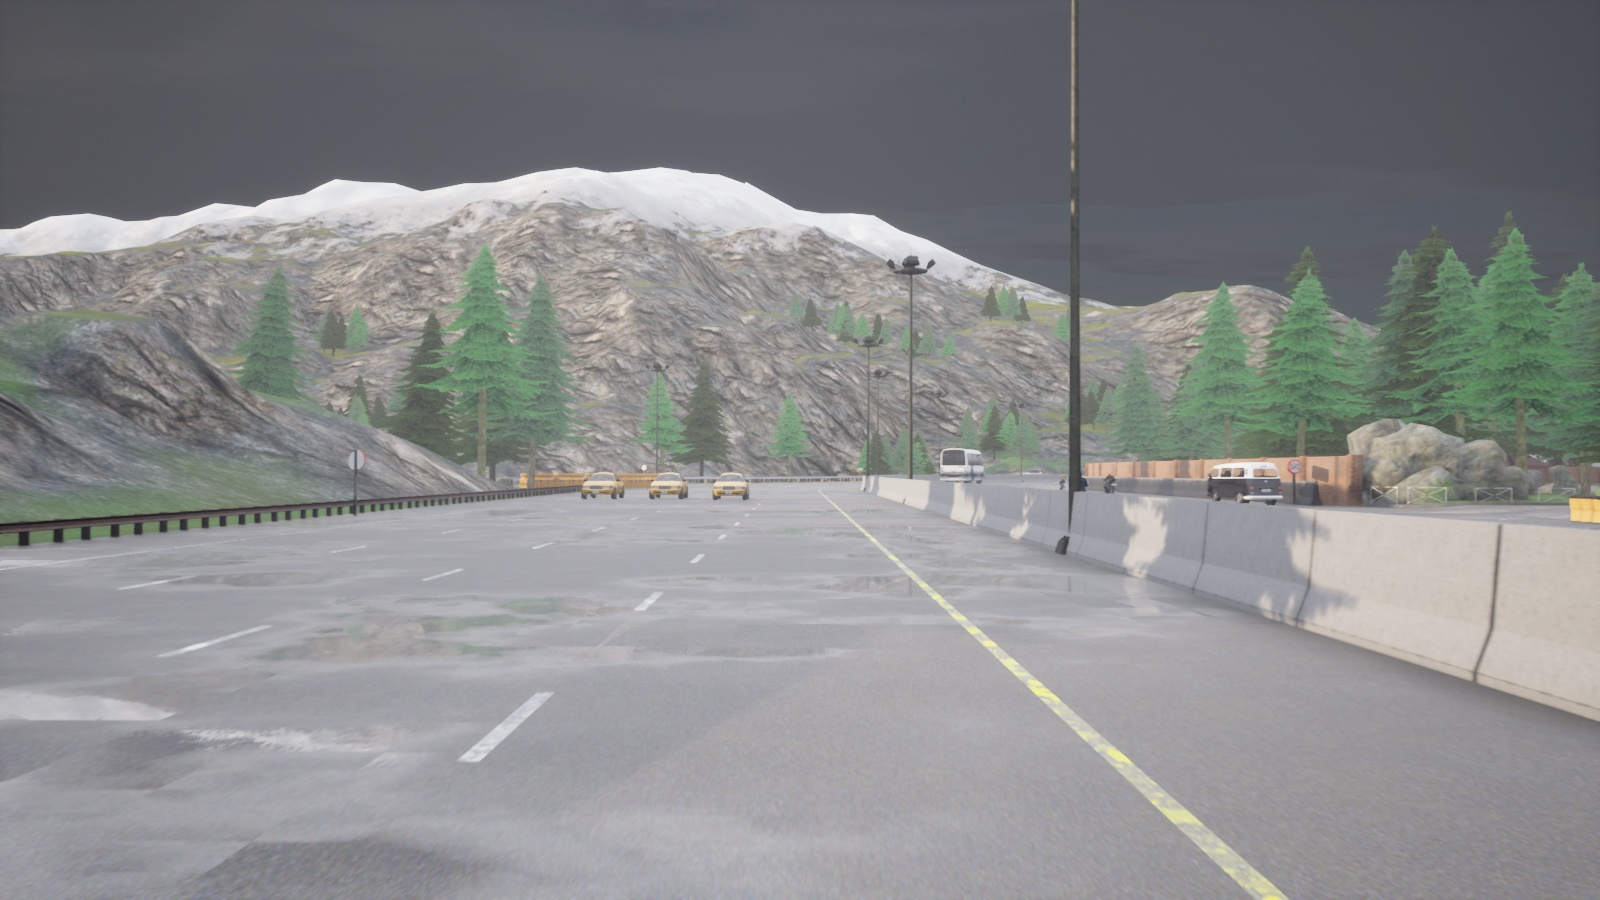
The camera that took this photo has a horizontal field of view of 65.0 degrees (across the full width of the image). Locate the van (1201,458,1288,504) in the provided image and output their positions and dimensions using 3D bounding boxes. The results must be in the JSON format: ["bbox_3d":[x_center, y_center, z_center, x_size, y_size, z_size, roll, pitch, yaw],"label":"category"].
[{"bbox_3d":[20.930,1.448,59.368,2.069,2.038,4.480,0,-1,-7],"label":"van"}]

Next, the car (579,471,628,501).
[{"bbox_3d":[-10.666,1.943,68.491,1.801,1.575,5.366,0,-1,0],"label":"car"}]

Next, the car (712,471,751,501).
[{"bbox_3d":[-3.664,1.900,67.601,1.801,1.575,5.366,0,-1,0],"label":"car"}]

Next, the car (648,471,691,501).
[{"bbox_3d":[-7.168,1.942,69.256,1.801,1.575,5.366,0,-1,0],"label":"car"}]
